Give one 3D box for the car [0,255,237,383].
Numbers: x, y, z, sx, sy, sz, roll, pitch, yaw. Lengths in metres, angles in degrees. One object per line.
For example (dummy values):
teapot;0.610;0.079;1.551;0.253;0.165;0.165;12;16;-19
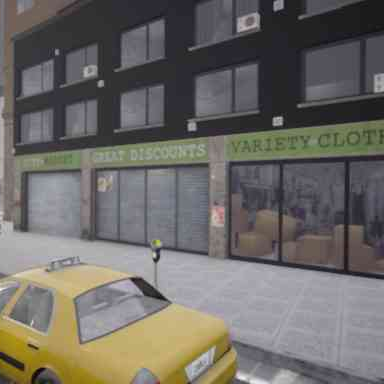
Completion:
car;-1.810;1.522;4.352;4.829;1.417;1.752;0;1;35
